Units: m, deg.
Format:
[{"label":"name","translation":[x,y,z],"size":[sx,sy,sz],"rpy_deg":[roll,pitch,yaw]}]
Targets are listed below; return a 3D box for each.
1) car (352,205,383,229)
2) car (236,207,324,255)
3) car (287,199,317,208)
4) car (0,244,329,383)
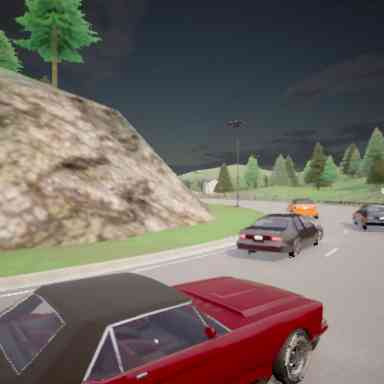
[{"label":"car","translation":[11.456,1.525,21.029],"size":[2.033,1.411,5.357],"rpy_deg":[0,0,18]},{"label":"car","translation":[3.633,1.556,13.069],"size":[2.033,1.411,5.357],"rpy_deg":[0,0,35]},{"label":"car","translation":[9.629,1.359,29.348],"size":[2.097,1.767,4.553],"rpy_deg":[0,0,9]},{"label":"car","translation":[-0.536,1.615,3.632],"size":[4.718,1.301,1.895],"rpy_deg":[0,0,-38]}]
